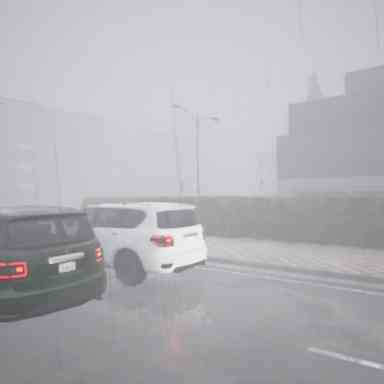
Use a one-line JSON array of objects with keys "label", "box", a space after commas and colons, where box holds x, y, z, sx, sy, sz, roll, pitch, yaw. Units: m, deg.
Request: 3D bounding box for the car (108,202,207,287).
[{"label": "car", "box": [-2.198, 1.314, 9.818, 5.566, 2.045, 2.150, 0, 0, 36]}]

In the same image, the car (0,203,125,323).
[{"label": "car", "box": [-4.182, 1.313, 6.934, 5.566, 2.045, 2.150, 0, 0, 36]}]
